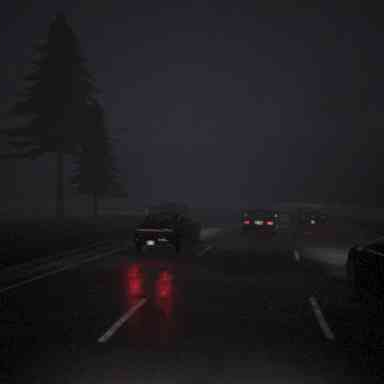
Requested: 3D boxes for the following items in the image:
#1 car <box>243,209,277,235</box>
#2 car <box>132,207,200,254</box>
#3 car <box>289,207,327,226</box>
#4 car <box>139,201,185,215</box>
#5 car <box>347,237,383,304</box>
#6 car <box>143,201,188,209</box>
[{"bbox_3d":[4.156,1.718,20.303,2.033,1.411,5.357,0,0,14],"label":"car"},{"bbox_3d":[-0.906,1.604,14.164,2.128,1.511,4.902,0,0,13],"label":"car"},{"bbox_3d":[8.717,1.821,25.470,1.895,1.301,4.718,0,0,6],"label":"car"},{"bbox_3d":[-3.492,1.797,38.955,4.902,1.511,2.128,0,-1,22],"label":"car"},{"bbox_3d":[4.477,1.552,6.431,2.128,1.511,4.902,0,0,11],"label":"car"},{"bbox_3d":[-2.500,1.777,34.677,4.892,1.490,1.837,0,-3,39],"label":"car"}]
